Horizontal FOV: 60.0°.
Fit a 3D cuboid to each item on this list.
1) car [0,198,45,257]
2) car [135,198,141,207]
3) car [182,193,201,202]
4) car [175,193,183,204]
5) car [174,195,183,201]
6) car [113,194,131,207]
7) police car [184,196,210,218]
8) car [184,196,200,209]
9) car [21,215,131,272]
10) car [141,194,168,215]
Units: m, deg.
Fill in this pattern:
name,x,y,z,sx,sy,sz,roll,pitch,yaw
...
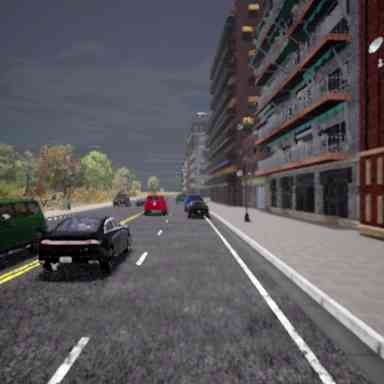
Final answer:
name,x,y,z,sx,sy,sz,roll,pitch,yaw
car,-6.664,1.237,10.712,2.150,2.045,5.566,0,0,-1
car,-7.840,1.668,52.564,1.895,1.301,4.718,0,0,-2
car,0.214,1.266,40.505,2.150,2.045,5.566,0,0,-2
car,-2.028,1.289,66.595,2.150,2.045,5.566,0,0,-4
car,-3.546,1.538,88.052,2.128,1.511,4.902,0,0,-5
car,-11.111,1.288,52.976,2.150,2.045,5.566,0,0,-2
police car,0.541,1.453,30.537,1.930,1.638,5.238,0,0,-2
car,-0.025,1.402,46.472,2.097,1.767,4.553,0,0,-2
car,-3.221,1.503,10.850,2.128,1.511,4.902,0,0,-1
car,-3.727,1.260,35.033,2.150,2.045,5.566,0,0,-2
